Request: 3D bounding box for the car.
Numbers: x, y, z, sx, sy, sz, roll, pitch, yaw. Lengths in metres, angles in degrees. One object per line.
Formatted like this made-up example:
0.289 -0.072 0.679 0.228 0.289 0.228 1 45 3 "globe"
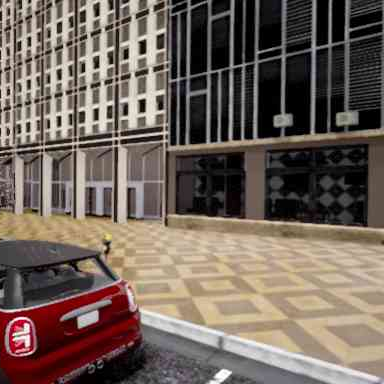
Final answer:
-2.727 1.421 4.806 4.097 1.590 1.967 0 1 35 "car"
